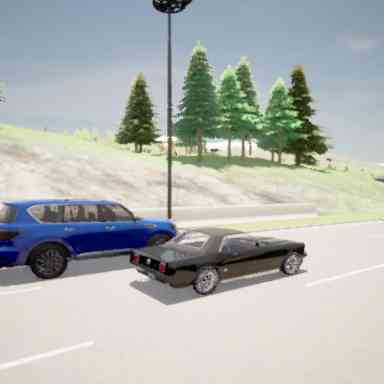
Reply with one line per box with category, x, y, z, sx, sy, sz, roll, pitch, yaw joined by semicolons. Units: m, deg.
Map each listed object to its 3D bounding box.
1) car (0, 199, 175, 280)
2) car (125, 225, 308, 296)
car;-2.990;1.220;10.213;5.566;2.045;2.150;0;0;-36
car;0.911;1.598;8.696;4.718;1.301;1.895;0;0;-35
